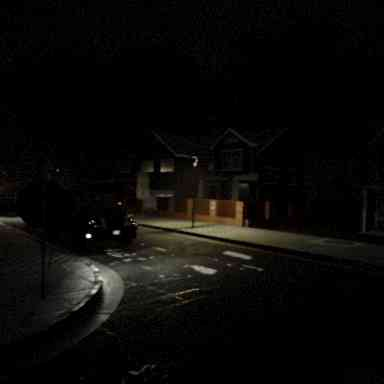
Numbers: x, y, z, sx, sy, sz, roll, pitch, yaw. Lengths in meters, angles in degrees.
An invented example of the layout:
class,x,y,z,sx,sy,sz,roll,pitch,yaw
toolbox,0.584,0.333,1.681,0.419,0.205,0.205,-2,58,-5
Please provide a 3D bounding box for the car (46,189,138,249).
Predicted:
class,x,y,z,sx,sy,sz,roll,pitch,yaw
car,-4.401,0.960,13.657,2.150,2.045,5.566,1,1,-41

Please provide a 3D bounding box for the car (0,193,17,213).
class,x,y,z,sx,sy,sz,roll,pitch,yaw
car,-14.322,0.863,25.197,1.882,1.535,5.008,1,1,-41
